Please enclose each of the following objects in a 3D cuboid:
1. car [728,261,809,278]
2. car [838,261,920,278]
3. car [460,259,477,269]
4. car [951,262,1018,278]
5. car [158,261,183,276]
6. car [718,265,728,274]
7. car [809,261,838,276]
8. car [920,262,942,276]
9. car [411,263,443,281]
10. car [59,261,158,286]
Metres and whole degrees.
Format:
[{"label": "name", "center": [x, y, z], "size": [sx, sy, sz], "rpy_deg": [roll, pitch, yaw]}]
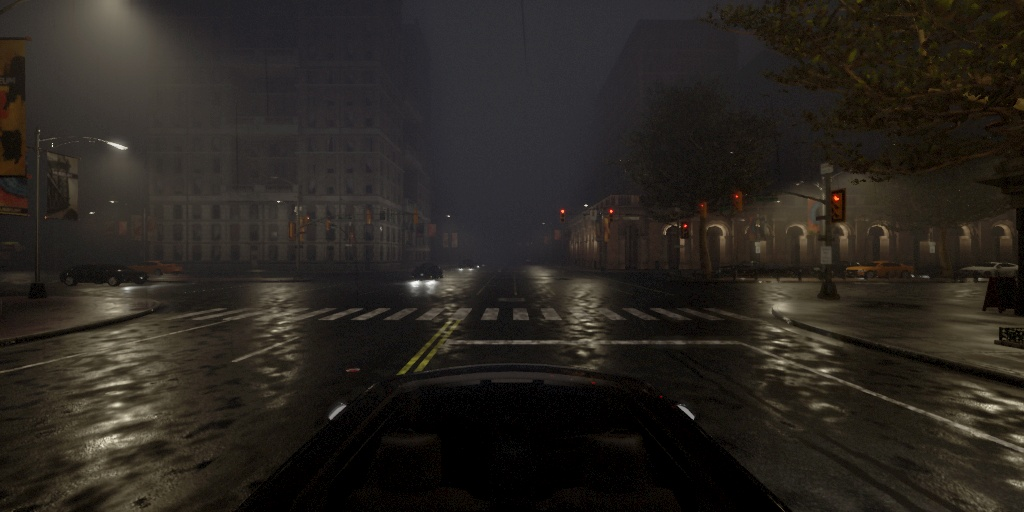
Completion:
[{"label": "car", "center": [23.088, 1.297, 32.400], "size": [5.357, 1.411, 2.033], "rpy_deg": [0, 0, 0]}, {"label": "car", "center": [33.053, 1.228, 32.357], "size": [5.008, 1.535, 1.882], "rpy_deg": [0, 0, 0]}, {"label": "car", "center": [-7.173, 1.255, 57.993], "size": [1.837, 1.490, 4.892], "rpy_deg": [0, 0, 0]}, {"label": "car", "center": [43.279, 1.276, 32.304], "size": [4.674, 1.442, 1.812], "rpy_deg": [0, 0, 1]}, {"label": "car", "center": [-36.210, 1.228, 36.137], "size": [5.008, 1.535, 1.882], "rpy_deg": [0, 0, 0]}, {"label": "car", "center": [23.288, 1.241, 35.900], "size": [4.902, 1.511, 2.128], "rpy_deg": [0, 0, 0]}, {"label": "car", "center": [32.886, 1.241, 35.861], "size": [4.902, 1.511, 2.128], "rpy_deg": [0, 0, 0]}, {"label": "car", "center": [42.935, 1.314, 35.805], "size": [4.181, 1.385, 1.994], "rpy_deg": [0, 0, 0]}, {"label": "car", "center": [-7.144, 1.314, 30.416], "size": [1.994, 1.385, 4.181], "rpy_deg": [0, 0, 0]}, {"label": "car", "center": [-27.647, 1.255, 24.418], "size": [4.892, 1.490, 1.837], "rpy_deg": [0, 0, 0]}]
